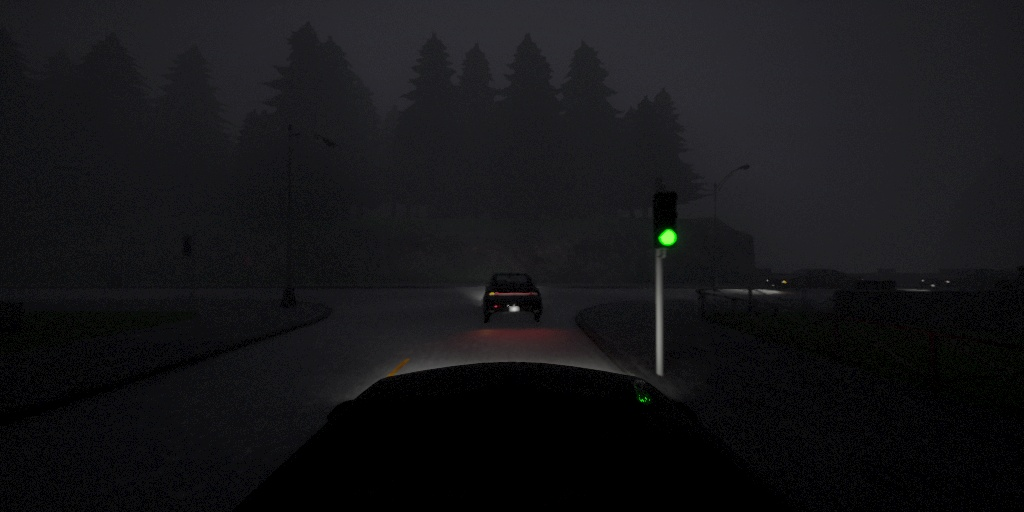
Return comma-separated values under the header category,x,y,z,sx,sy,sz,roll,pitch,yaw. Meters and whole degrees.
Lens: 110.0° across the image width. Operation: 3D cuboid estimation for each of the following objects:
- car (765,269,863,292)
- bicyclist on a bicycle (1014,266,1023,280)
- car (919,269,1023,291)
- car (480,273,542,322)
category,x,y,z,sx,sy,sz,roll,pitch,yaw
car,19.484,1.520,23.116,5.357,1.411,2.033,0,-1,0
bicyclist on a bicycle,21.148,1.234,14.720,0.582,1.620,1.656,0,-1,0
car,29.783,1.520,23.113,5.357,1.411,2.033,0,-1,0
car,-0.089,1.359,12.919,2.128,1.511,4.902,0,-1,-4
